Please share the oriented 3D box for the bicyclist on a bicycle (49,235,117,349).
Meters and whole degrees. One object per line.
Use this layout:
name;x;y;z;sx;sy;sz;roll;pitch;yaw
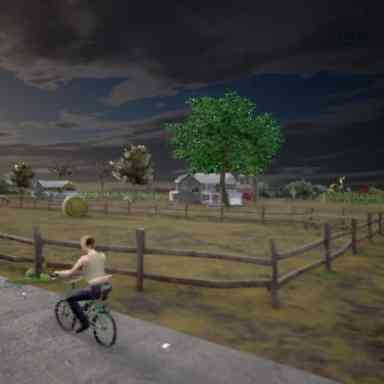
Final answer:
bicyclist on a bicycle;-1.661;1.462;5.114;1.509;1.612;0.866;0;0;36
